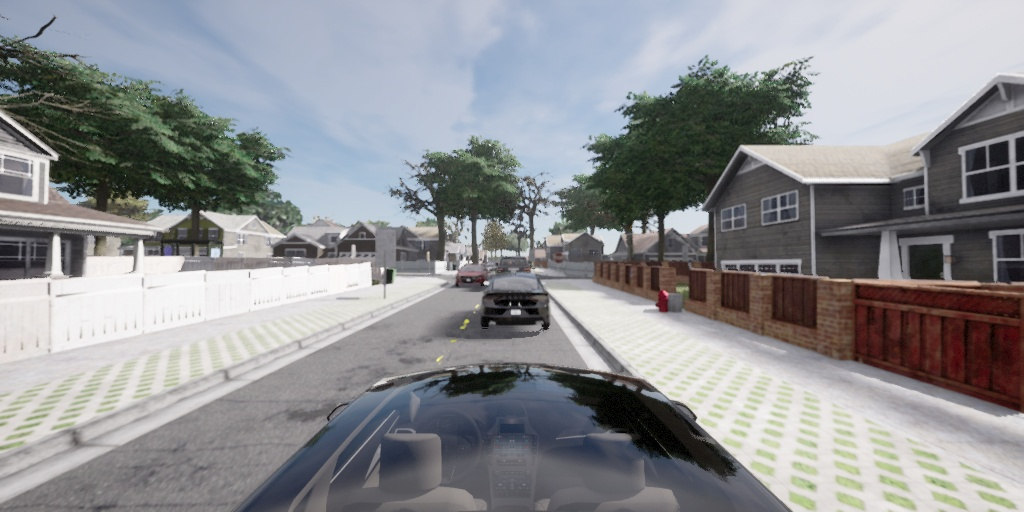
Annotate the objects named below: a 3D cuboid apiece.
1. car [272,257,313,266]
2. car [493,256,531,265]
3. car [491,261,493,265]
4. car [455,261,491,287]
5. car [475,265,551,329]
[{"bbox_3d":[-18.809,0.897,31.976,4.553,1.767,2.097,1,-1,-1],"label":"car"},{"bbox_3d":[0.094,1.017,23.534,2.150,2.045,5.566,0,0,0],"label":"car"},{"bbox_3d":[-2.853,1.429,47.117,2.128,1.511,4.902,0,0,0],"label":"car"},{"bbox_3d":[-2.756,1.280,25.226,1.882,1.535,5.008,0,0,0],"label":"car"},{"bbox_3d":[0.098,1.235,11.338,1.882,1.535,5.008,0,0,0],"label":"car"}]
